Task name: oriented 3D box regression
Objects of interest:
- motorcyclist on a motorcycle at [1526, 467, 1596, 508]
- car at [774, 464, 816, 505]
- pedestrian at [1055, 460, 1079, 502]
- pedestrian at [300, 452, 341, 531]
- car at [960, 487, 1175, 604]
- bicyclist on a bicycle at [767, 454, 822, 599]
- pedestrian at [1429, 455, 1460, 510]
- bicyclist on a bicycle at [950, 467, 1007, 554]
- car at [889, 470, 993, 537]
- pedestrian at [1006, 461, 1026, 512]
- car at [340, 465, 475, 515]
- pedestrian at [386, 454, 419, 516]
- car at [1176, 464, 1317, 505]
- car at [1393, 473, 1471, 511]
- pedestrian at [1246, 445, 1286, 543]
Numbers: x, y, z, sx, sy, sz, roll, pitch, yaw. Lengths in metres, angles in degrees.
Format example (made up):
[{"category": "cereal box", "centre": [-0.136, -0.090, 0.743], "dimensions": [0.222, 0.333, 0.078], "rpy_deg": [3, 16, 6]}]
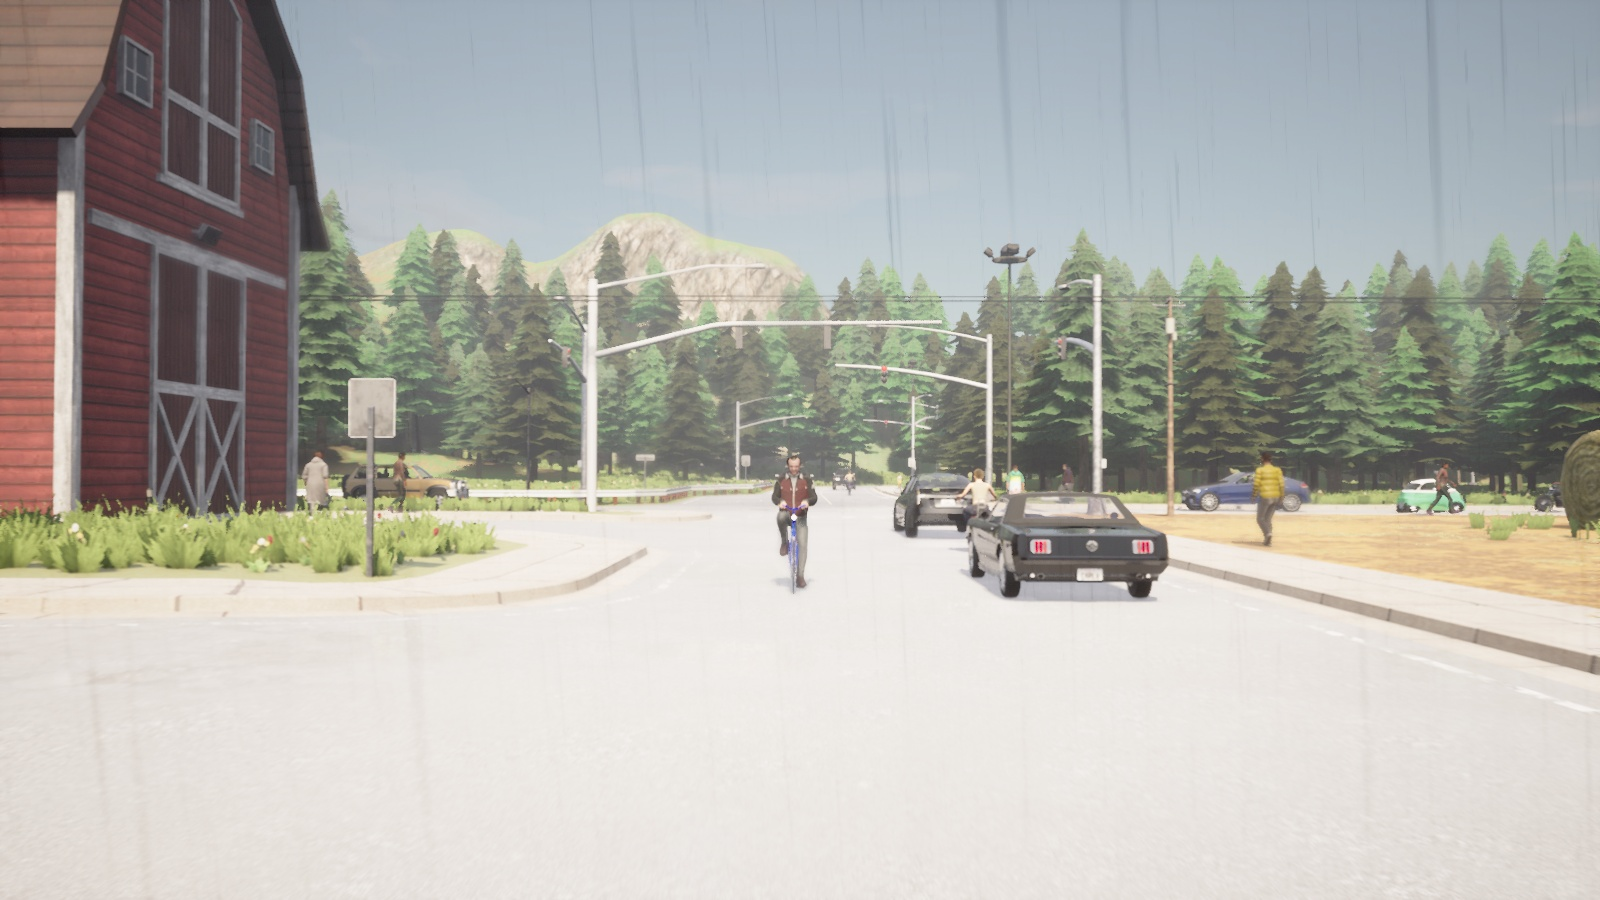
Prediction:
[{"category": "motorcyclist on a motorcycle", "centre": [31.105, 1.511, 51.338], "dimensions": [2.350, 1.649, 0.766], "rpy_deg": [0, -1, 1]}, {"category": "car", "centre": [-0.249, 1.632, 60.320], "dimensions": [1.932, 1.855, 4.605], "rpy_deg": [0, -1, 0]}, {"category": "pedestrian", "centre": [11.833, 1.370, 55.690], "dimensions": [0.899, 1.844, 0.634], "rpy_deg": [0, -1, 0]}, {"category": "pedestrian", "centre": [-11.926, 1.025, 31.255], "dimensions": [0.659, 1.952, 0.873], "rpy_deg": [0, -1, 0]}, {"category": "car", "centre": [3.426, 1.182, 17.026], "dimensions": [1.895, 1.301, 4.718], "rpy_deg": [0, -1, 0]}, {"category": "bicyclist on a bicycle", "centre": [-0.071, 0.955, 16.314], "dimensions": [0.659, 1.776, 1.843], "rpy_deg": [0, -1, 0]}, {"category": "pedestrian", "centre": [21.404, 1.075, 41.735], "dimensions": [0.869, 1.805, 0.328], "rpy_deg": [-1, -1, 33]}, {"category": "bicyclist on a bicycle", "centre": [3.400, 1.135, 24.029], "dimensions": [0.866, 1.612, 1.509], "rpy_deg": [0, -1, 0]}, {"category": "car", "centre": [3.372, 1.254, 30.807], "dimensions": [2.007, 1.525, 4.514], "rpy_deg": [0, -1, 0]}, {"category": "pedestrian", "centre": [8.323, 1.396, 48.385], "dimensions": [0.659, 1.952, 0.873], "rpy_deg": [0, -1, 4]}, {"category": "car", "centre": [-15.108, 1.525, 48.488], "dimensions": [4.605, 1.855, 1.932], "rpy_deg": [0, -1, 1]}, {"category": "pedestrian", "centre": [-11.648, 1.015, 36.783], "dimensions": [0.869, 1.805, 0.328], "rpy_deg": [0, -1, -36]}, {"category": "car", "centre": [18.250, 1.397, 51.521], "dimensions": [5.027, 1.651, 2.152], "rpy_deg": [0, -1, 1]}, {"category": "car", "centre": [24.101, 1.589, 47.932], "dimensions": [2.207, 1.376, 1.481], "rpy_deg": [-1, -1, 1]}, {"category": "pedestrian", "centre": [8.914, 0.828, 24.040], "dimensions": [0.431, 1.840, 0.709], "rpy_deg": [0, -1, -6]}]
